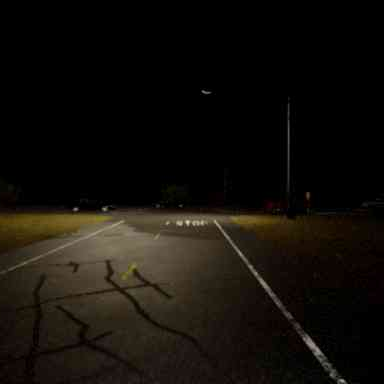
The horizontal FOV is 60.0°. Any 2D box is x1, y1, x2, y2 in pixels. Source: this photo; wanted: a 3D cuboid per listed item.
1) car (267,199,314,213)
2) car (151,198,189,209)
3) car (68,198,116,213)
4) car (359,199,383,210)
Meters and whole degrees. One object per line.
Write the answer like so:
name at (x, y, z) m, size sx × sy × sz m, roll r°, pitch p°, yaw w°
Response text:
car at (10.809, 1.502, 36.577) m, size 5.008 × 1.535 × 1.882 m, roll 0°, pitch 0°, yaw -2°
car at (-2.820, 1.518, 43.238) m, size 4.892 × 1.490 × 1.837 m, roll 0°, pitch 0°, yaw -1°
car at (-10.822, 1.420, 36.029) m, size 5.008 × 1.535 × 1.882 m, roll 0°, pitch 0°, yaw -2°
car at (24.565, 1.625, 43.987) m, size 4.674 × 1.442 × 1.812 m, roll -1°, pitch 0°, yaw -2°
